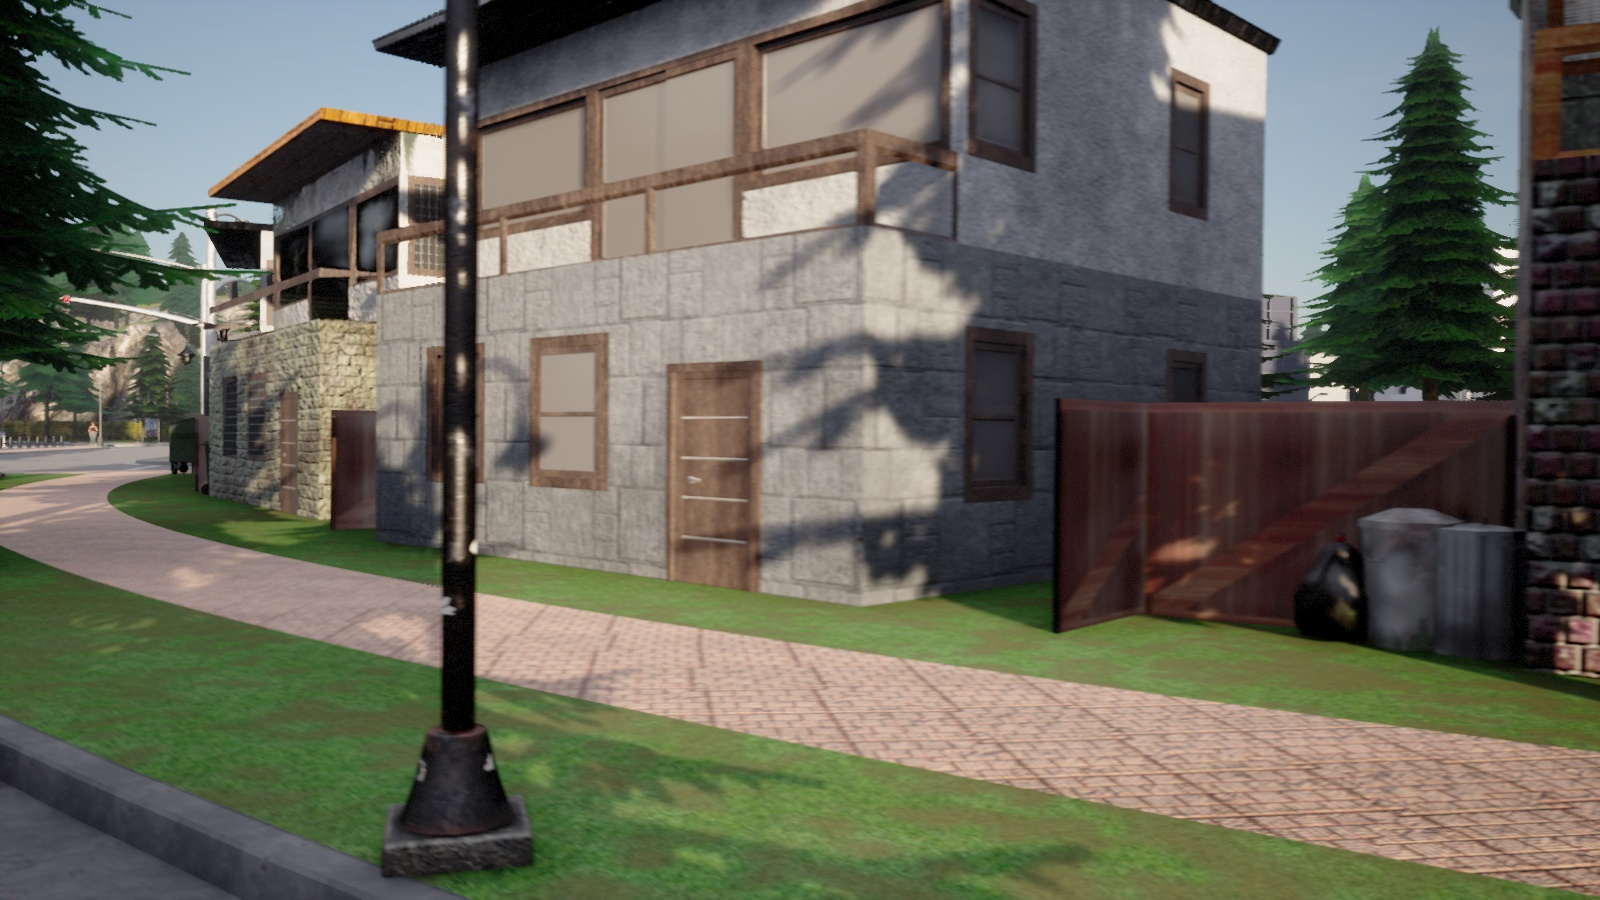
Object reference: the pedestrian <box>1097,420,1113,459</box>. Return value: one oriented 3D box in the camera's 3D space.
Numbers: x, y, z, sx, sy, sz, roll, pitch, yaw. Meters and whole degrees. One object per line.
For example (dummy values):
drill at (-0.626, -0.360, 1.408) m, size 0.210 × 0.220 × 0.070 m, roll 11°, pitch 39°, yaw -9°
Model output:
pedestrian at (14.366, -0.498, 59.209) m, size 0.634 × 1.846 × 0.331 m, roll -1°, pitch 1°, yaw -8°
